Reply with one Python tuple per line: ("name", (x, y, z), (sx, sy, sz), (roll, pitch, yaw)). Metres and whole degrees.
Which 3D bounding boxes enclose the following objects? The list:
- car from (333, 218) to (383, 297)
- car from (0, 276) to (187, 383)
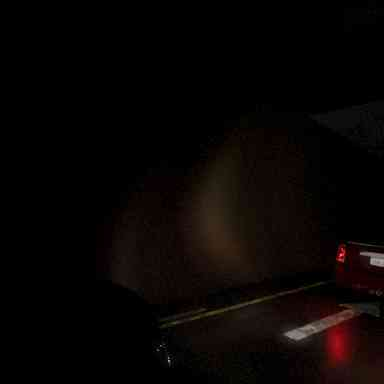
("car", (5.270, 1.351, 7.540), (4.553, 1.767, 2.097), (0, 0, -35))
("car", (-2.705, 1.222, 1.856), (5.566, 2.045, 2.150), (0, 0, -35))
